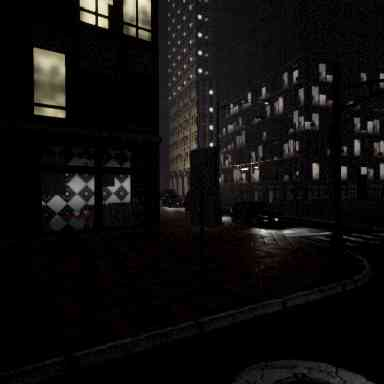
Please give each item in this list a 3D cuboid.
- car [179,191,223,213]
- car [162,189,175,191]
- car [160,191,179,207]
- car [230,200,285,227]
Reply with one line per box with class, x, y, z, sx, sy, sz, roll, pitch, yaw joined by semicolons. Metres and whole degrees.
car;0.898;0.895;30.955;2.150;2.045;5.566;-1;1;-19
car;-4.054;0.537;54.641;2.150;2.045;5.566;-1;1;-18
car;-2.403;1.036;40.680;1.837;1.490;4.892;-1;1;-18
car;4.106;1.315;21.553;1.837;1.490;4.892;-1;1;-19
